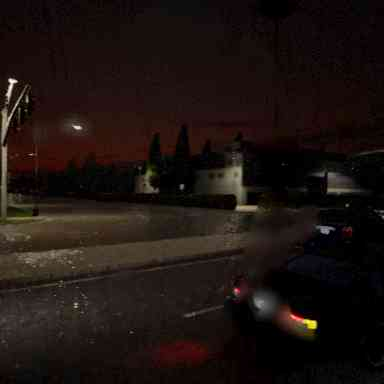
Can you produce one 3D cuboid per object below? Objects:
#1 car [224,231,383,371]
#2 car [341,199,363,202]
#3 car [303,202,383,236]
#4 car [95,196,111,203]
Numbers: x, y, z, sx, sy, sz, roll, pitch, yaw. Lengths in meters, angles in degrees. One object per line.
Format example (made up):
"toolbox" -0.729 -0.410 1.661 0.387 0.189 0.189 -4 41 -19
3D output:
"car" 3.186 1.584 5.591 5.357 1.411 2.033 1 0 -26
"car" 19.397 1.595 40.930 4.553 1.767 2.097 1 0 -34
"car" 6.405 1.429 13.036 4.553 1.767 2.097 1 0 -37
"car" -17.742 1.523 66.024 1.895 1.301 4.718 1 0 -34
